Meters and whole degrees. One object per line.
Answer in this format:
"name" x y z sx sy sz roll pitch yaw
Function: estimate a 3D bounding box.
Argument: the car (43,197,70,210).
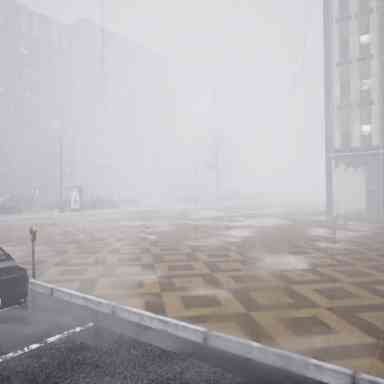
"car" -15.112 1.360 40.406 1.812 1.442 4.674 -1 0 36

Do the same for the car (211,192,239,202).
"car" 5.967 1.093 59.657 2.008 1.369 4.403 -1 0 36

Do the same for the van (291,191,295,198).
"van" 25.406 0.654 86.526 1.690 1.788 3.998 -1 0 36

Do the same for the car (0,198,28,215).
"car" -16.714 1.413 28.309 1.802 1.307 4.206 -1 0 36

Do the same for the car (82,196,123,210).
"car" -10.235 1.186 37.266 1.967 1.590 4.097 -1 0 36

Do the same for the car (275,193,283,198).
"car" 18.927 0.938 77.569 2.008 1.369 4.403 -1 0 36

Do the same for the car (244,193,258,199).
"car" 15.380 1.040 86.961 1.947 1.339 4.313 -1 0 36

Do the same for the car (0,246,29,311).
"car" -4.945 1.553 6.570 4.403 1.369 2.008 0 -1 35

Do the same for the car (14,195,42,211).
"car" -20.265 1.228 37.701 2.192 1.841 5.009 -1 0 36

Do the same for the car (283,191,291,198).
"car" 22.168 0.932 82.048 1.802 1.307 4.206 -1 0 36

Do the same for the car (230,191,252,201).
"car" 9.207 1.048 64.135 1.887 1.381 4.507 -1 0 36

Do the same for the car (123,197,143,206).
"car" -9.405 1.361 48.290 1.895 1.301 4.718 -1 0 36

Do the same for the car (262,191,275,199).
"car" 15.685 0.740 73.091 2.192 1.841 5.009 -1 0 36

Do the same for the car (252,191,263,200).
"car" 12.447 1.046 68.613 1.802 1.307 4.206 -1 0 36

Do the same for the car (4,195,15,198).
"car" -20.675 1.385 32.710 1.882 1.535 5.008 -1 0 37

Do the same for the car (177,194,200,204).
"car" -0.515 1.062 50.700 1.967 1.590 4.097 -1 0 36
